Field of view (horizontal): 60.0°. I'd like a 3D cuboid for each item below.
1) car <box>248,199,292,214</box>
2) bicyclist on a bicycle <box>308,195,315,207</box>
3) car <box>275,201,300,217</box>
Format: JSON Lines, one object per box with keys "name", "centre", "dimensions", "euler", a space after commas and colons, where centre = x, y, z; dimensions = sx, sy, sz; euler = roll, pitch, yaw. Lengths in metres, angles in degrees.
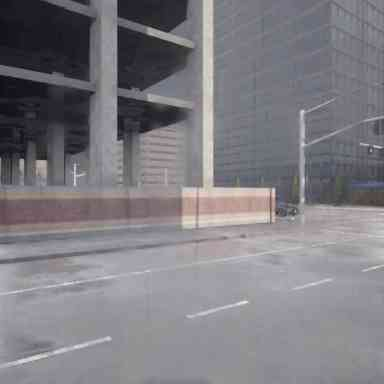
{"name": "car", "centre": [8.542, 1.526, 36.933], "dimensions": [1.812, 1.442, 4.674], "euler": [0, 0, -36]}
{"name": "bicyclist on a bicycle", "centre": [16.610, 1.301, 46.220], "dimensions": [1.656, 1.620, 0.582], "euler": [0, 0, -36]}
{"name": "car", "centre": [8.133, 1.564, 31.533], "dimensions": [1.994, 1.385, 4.181], "euler": [0, 0, -36]}
